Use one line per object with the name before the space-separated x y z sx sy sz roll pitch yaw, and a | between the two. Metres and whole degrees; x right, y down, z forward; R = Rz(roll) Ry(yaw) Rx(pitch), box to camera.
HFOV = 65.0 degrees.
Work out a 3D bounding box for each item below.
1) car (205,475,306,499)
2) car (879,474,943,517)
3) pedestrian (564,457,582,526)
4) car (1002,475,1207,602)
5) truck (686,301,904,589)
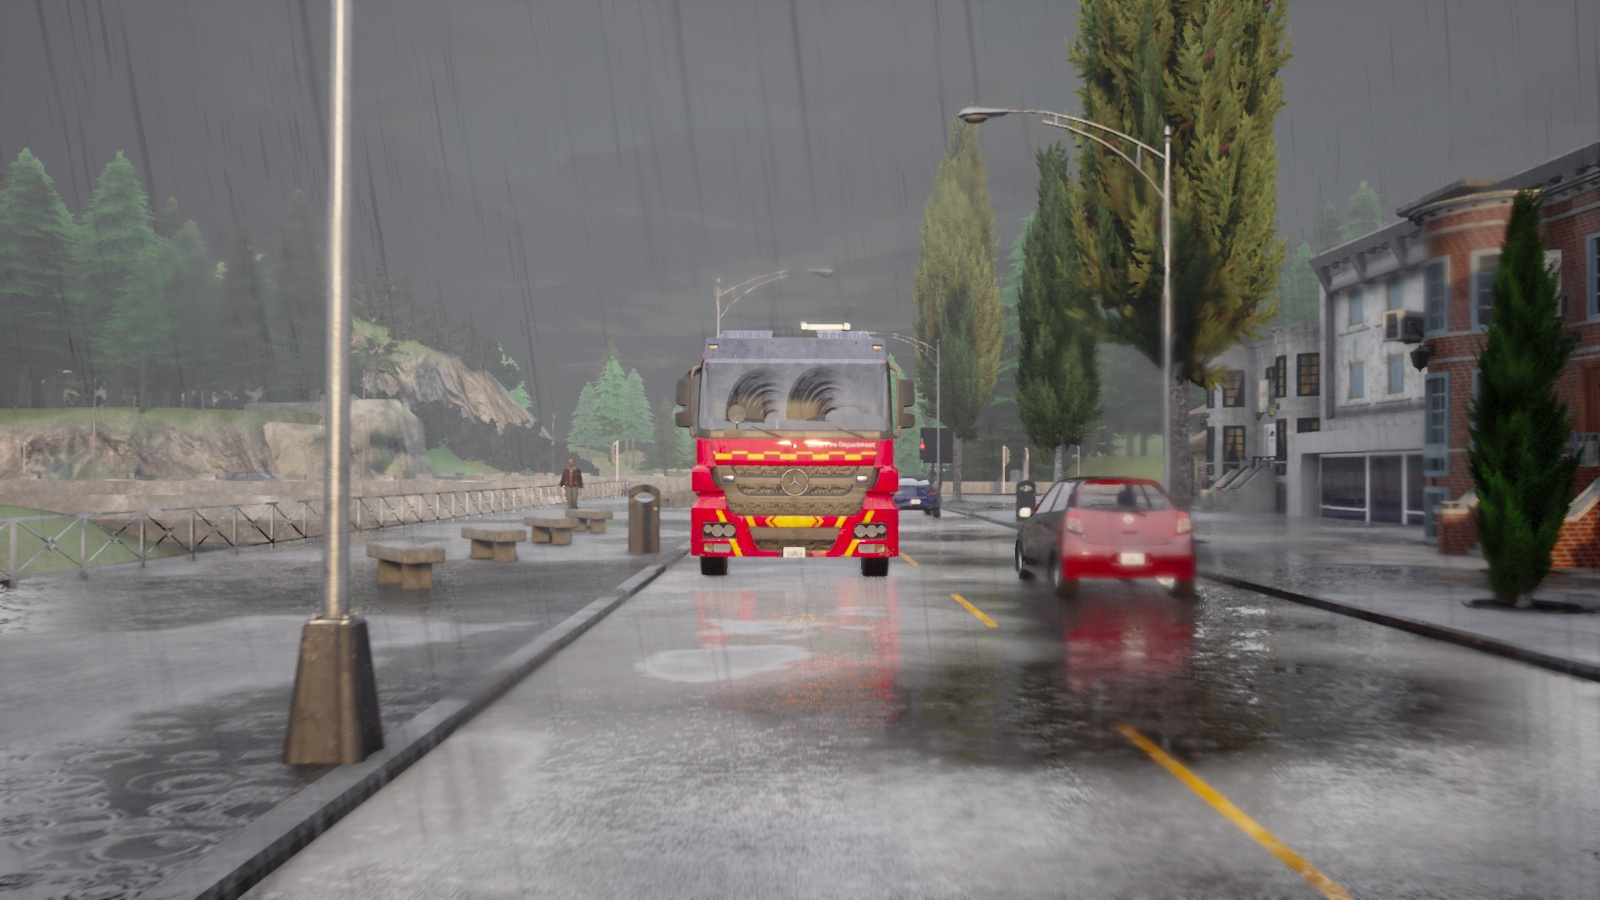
car | -33.723 2.301 77.878 5.357 1.411 2.033 0 -1 0
car | 3.860 1.568 44.366 1.812 1.442 4.674 0 -1 0
pedestrian | -6.198 1.124 34.345 0.376 1.854 0.720 0 -1 -1
car | 3.945 1.095 16.880 1.845 1.501 3.633 0 -1 0
truck | -0.075 0.001 20.980 2.891 3.827 8.468 0 -1 0
